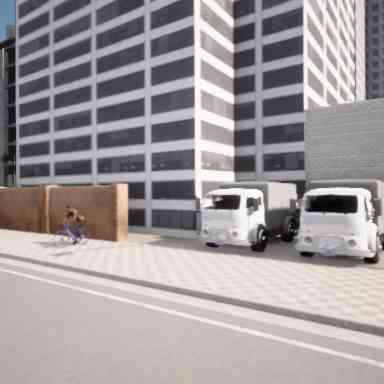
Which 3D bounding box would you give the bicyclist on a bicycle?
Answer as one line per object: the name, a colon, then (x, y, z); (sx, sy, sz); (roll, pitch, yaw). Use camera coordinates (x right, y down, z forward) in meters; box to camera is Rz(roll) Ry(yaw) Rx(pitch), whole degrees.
bicyclist on a bicycle: (-4.634, 1.320, 12.908); (0.582, 1.620, 1.656); (0, 0, 34)
